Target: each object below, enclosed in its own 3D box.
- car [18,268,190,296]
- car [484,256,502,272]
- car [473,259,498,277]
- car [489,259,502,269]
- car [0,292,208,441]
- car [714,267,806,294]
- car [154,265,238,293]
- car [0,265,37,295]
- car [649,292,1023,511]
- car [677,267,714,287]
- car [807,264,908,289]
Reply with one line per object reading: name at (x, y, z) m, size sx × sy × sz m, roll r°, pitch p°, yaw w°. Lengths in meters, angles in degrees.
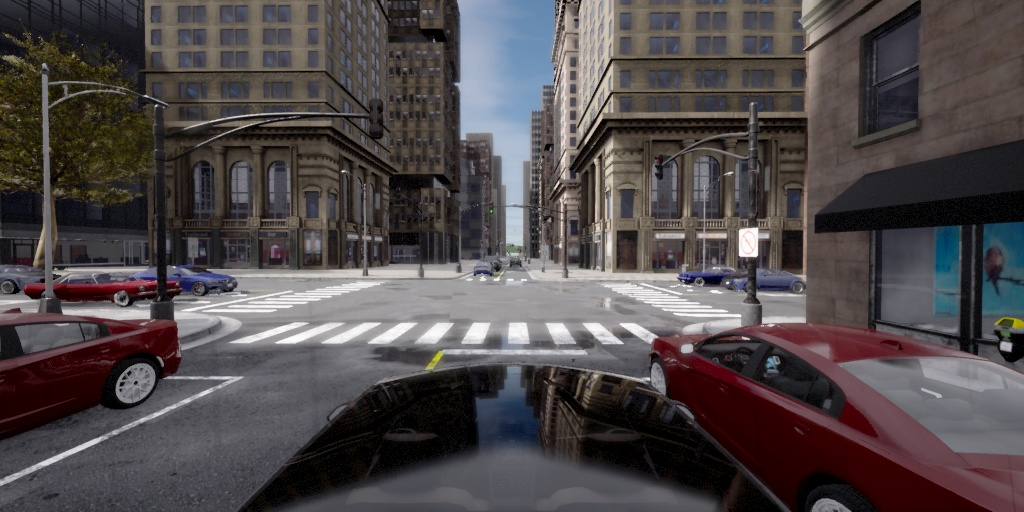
car at (-16.387, 1.296, 14.596) m, size 4.718 × 1.301 × 1.895 m, roll 0°, pitch 1°, yaw 1°
car at (-2.695, 0.959, 46.371) m, size 2.150 × 2.045 × 5.566 m, roll 0°, pitch 0°, yaw 1°
car at (-2.794, 1.288, 36.185) m, size 2.033 × 1.411 × 5.357 m, roll 0°, pitch 0°, yaw 0°
car at (-2.579, 1.240, 56.824) m, size 1.837 × 1.490 × 4.892 m, roll 0°, pitch 0°, yaw 1°
car at (-5.755, 1.295, 3.404) m, size 1.888 × 1.381 × 4.507 m, roll 0°, pitch 0°, yaw 0°
car at (14.643, 1.418, 21.033) m, size 4.181 × 1.385 × 1.994 m, roll 0°, pitch 1°, yaw 1°
car at (-16.362, 1.173, 17.865) m, size 4.674 × 1.442 × 1.812 m, roll 0°, pitch 1°, yaw 1°
car at (-25.097, 1.141, 17.941) m, size 4.181 × 1.385 × 1.994 m, roll 0°, pitch 1°, yaw 0°
car at (2.771, 1.294, 3.333) m, size 1.888 × 1.381 × 4.507 m, roll 0°, pitch 0°, yaw 0°
car at (13.819, 1.400, 24.292) m, size 4.718 × 1.301 × 1.895 m, roll 0°, pitch 1°, yaw 1°
car at (23.178, 1.357, 24.202) m, size 5.008 × 1.535 × 1.882 m, roll 0°, pitch 1°, yaw 0°
